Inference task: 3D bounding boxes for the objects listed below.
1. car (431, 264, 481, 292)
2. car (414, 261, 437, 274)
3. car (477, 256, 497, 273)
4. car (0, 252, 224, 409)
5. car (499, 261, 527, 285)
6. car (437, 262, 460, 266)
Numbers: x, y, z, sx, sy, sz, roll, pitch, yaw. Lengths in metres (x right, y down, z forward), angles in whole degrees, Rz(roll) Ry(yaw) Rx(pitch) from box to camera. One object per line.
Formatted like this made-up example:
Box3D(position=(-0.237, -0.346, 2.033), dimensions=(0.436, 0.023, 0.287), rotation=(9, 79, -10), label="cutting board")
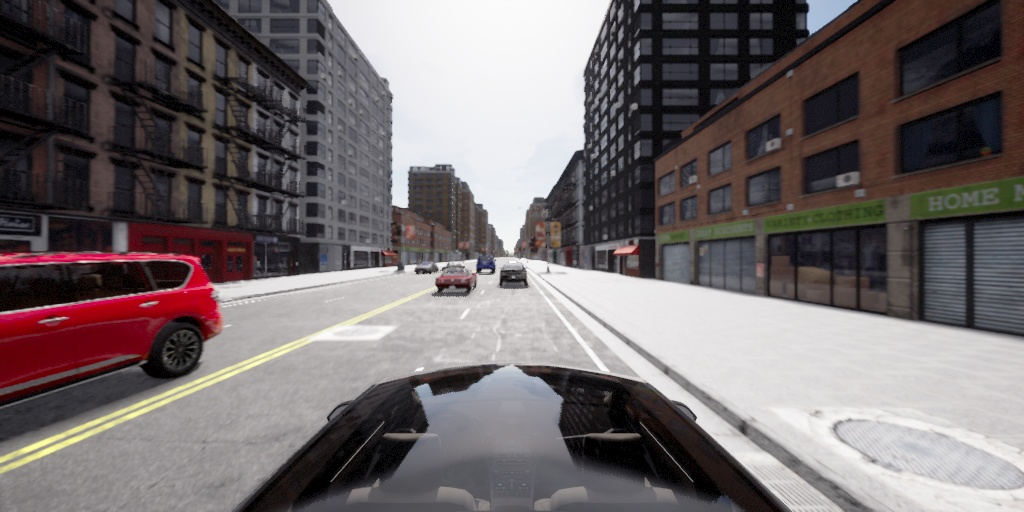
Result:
Box3D(position=(-3.149, 1.357, 21.184), dimensions=(1.895, 1.301, 4.718), rotation=(0, 0, 0), label="car")
Box3D(position=(-9.783, 1.312, 41.486), dimensions=(2.033, 1.411, 5.357), rotation=(0, 0, 1), label="car")
Box3D(position=(-3.147, 0.987, 44.362), dimensions=(2.150, 2.045, 5.566), rotation=(0, 0, 0), label="car")
Box3D(position=(-6.510, 0.969, 4.396), dimensions=(2.150, 2.045, 5.566), rotation=(0, 0, 0), label="car")
Box3D(position=(0.101, 1.236, 26.103), dimensions=(1.882, 1.535, 5.008), rotation=(0, 0, 0), label="car")
Box3D(position=(-6.547, 1.364, 39.625), dimensions=(1.895, 1.301, 4.718), rotation=(0, 0, 0), label="car")
